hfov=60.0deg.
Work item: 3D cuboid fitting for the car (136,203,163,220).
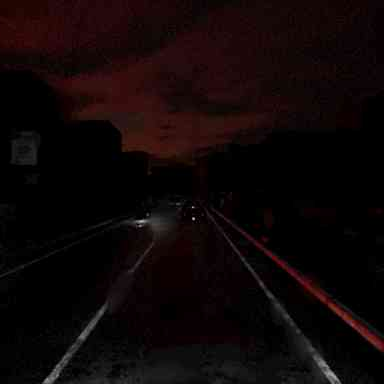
[{"bbox_3d":[-3.574,1.635,28.813,1.994,1.385,4.181,0,0,0],"label":"car"}]

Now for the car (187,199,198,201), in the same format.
[{"bbox_3d":[0.107,1.621,42.950,1.837,1.490,4.892,0,0,0],"label":"car"}]

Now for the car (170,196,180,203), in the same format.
[{"bbox_3d":[-3.512,1.557,69.345,1.895,1.301,4.718,0,1,0],"label":"car"}]

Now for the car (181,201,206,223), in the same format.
[{"bbox_3d":[0.114,1.663,26.433,1.895,1.301,4.718,0,0,0],"label":"car"}]
